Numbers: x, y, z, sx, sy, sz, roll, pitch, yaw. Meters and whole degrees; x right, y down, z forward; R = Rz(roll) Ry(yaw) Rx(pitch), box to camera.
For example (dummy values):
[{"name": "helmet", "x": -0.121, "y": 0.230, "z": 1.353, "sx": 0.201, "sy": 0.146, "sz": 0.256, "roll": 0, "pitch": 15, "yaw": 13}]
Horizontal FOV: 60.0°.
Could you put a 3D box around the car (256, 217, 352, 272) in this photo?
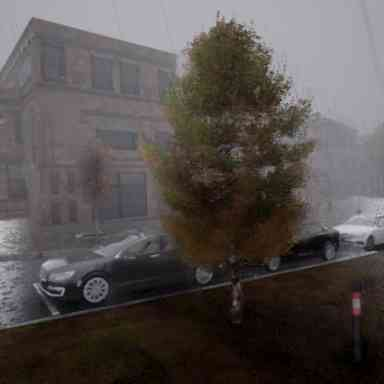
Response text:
[{"name": "car", "x": 3.342, "y": 1.748, "z": 12.037, "sx": 5.008, "sy": 1.535, "sz": 2.097, "roll": 1, "pitch": 0, "yaw": -36}]

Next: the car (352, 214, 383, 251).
[{"name": "car", "x": 8.302, "y": 1.801, "z": 15.813, "sx": 4.674, "sy": 1.452, "sz": 2.002, "roll": 0, "pitch": 0, "yaw": -38}]

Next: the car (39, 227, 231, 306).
[{"name": "car", "x": -1.310, "y": 1.715, "z": 8.726, "sx": 4.892, "sy": 1.521, "sz": 2.231, "roll": 1, "pitch": 0, "yaw": -33}]
